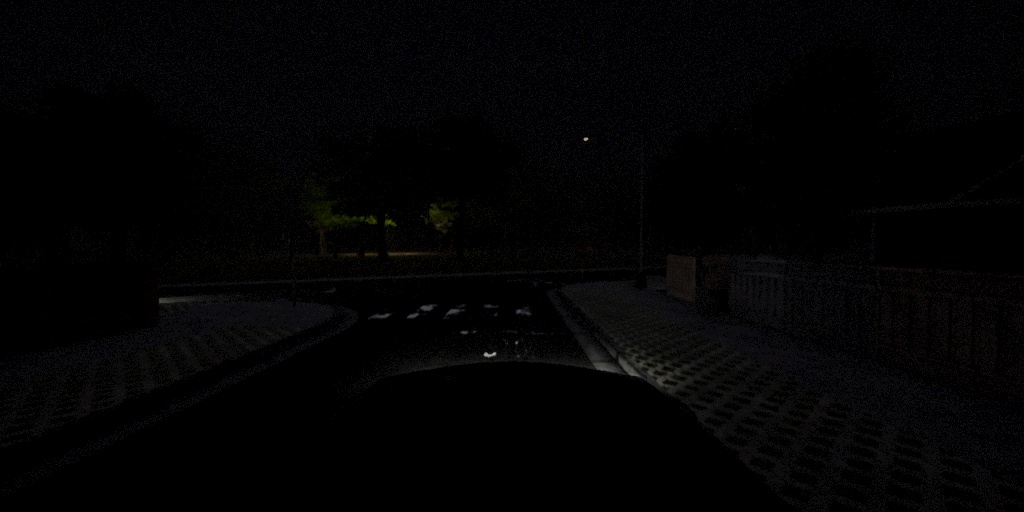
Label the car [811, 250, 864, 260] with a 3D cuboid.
[{"bbox_3d":[27.854,0.394,31.187,4.718,1.301,1.895,-1,2,-23],"label":"car"}]

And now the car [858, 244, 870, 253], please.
[{"bbox_3d":[39.846,-0.286,39.263,5.566,2.045,2.150,-1,2,-23],"label":"car"}]
